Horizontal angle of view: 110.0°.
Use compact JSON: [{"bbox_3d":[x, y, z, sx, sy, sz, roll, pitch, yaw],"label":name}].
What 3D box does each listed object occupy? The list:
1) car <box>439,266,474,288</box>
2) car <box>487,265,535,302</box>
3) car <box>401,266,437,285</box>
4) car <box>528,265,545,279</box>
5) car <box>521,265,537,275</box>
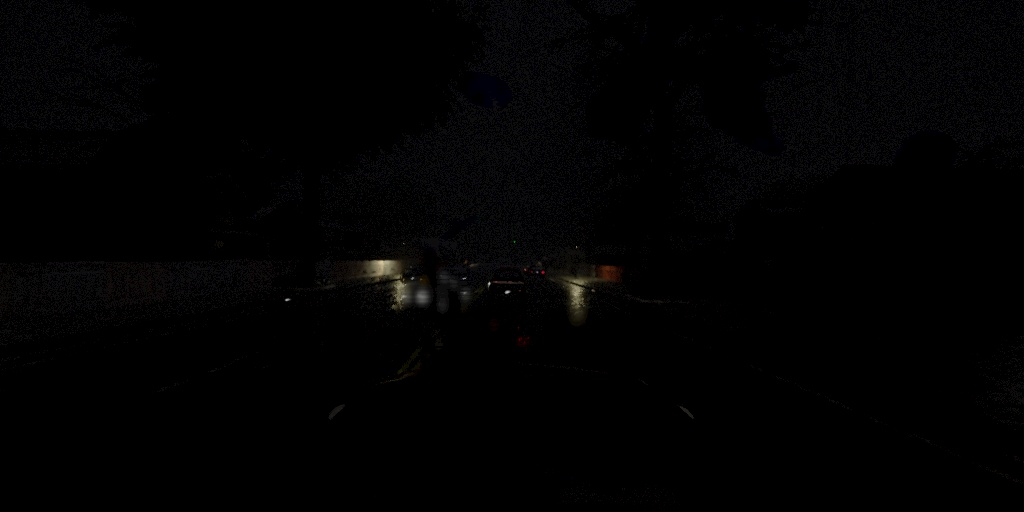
[{"bbox_3d":[-3.797,1.449,25.637,1.812,1.442,4.674,1,-1,-1],"label":"car"},{"bbox_3d":[-0.227,1.418,18.291,2.128,1.511,4.902,1,-1,-1],"label":"car"},{"bbox_3d":[-7.079,1.433,27.698,1.994,1.385,4.181,1,-1,-1],"label":"car"},{"bbox_3d":[2.662,1.791,40.366,2.033,1.411,5.357,1,-1,0],"label":"car"},{"bbox_3d":[2.391,1.958,51.046,1.895,1.301,4.718,1,-1,-1],"label":"car"}]
